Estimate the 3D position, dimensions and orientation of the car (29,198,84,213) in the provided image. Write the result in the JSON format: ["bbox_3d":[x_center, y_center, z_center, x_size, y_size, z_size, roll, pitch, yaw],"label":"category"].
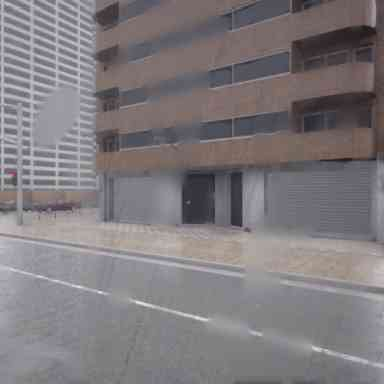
[{"bbox_3d":[-15.163,1.495,37.567,1.882,1.535,5.008,0,0,35],"label":"car"}]

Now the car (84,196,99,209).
[{"bbox_3d":[-13.840,1.583,45.607,1.994,1.385,4.181,0,0,35],"label":"car"}]

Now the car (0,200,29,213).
[{"bbox_3d":[-19.533,1.567,37.406,2.033,1.411,5.357,0,0,35],"label":"car"}]
